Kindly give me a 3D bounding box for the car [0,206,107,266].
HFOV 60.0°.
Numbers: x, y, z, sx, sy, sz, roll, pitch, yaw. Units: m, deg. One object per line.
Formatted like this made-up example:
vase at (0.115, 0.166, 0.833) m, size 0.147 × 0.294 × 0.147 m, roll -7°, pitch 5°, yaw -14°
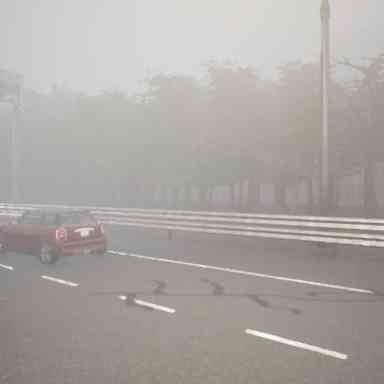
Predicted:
car at (-5.149, 1.349, 11.845) m, size 4.553 × 1.767 × 2.097 m, roll 0°, pitch 0°, yaw 36°
